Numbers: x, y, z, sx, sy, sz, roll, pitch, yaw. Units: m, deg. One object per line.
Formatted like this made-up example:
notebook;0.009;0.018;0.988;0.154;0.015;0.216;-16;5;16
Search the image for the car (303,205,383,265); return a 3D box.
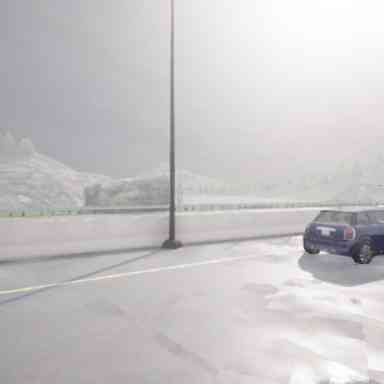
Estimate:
car;6.092;1.319;11.727;4.553;1.767;2.097;0;0;-31
